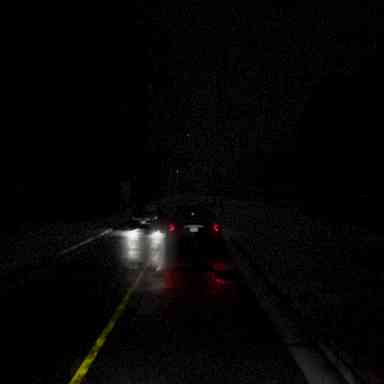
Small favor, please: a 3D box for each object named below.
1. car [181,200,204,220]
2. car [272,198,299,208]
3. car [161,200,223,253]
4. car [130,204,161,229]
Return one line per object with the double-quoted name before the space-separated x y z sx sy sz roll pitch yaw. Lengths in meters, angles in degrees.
"car" 0.065 1.507 29.206 1.837 1.490 4.892 0 0 0
"car" 13.852 1.578 47.164 4.829 1.417 1.752 0 -1 0
"car" 0.075 1.356 13.874 2.097 1.767 4.553 0 0 0
"car" -2.873 1.531 21.990 1.812 1.442 4.674 0 0 0
